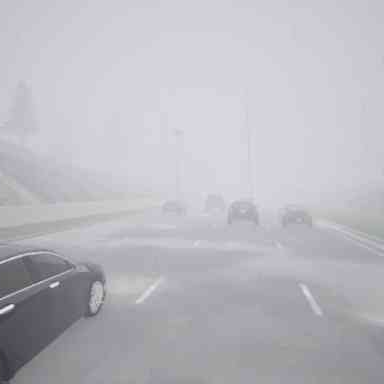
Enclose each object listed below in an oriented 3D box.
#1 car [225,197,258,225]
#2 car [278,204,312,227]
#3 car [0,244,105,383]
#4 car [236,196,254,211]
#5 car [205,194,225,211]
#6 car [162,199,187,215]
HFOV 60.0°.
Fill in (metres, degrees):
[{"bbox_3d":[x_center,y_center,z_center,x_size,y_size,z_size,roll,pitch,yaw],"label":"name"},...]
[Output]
[{"bbox_3d":[3.810,1.374,24.707,2.097,1.767,4.553,0,0,9],"label":"car"},{"bbox_3d":[7.066,1.566,23.000,1.812,1.442,4.674,0,0,9],"label":"car"},{"bbox_3d":[-2.757,1.489,4.599,1.837,1.490,4.892,0,0,6],"label":"car"},{"bbox_3d":[6.645,1.391,41.650,2.097,1.767,4.553,0,0,9],"label":"car"},{"bbox_3d":[2.979,1.235,40.979,2.150,2.045,5.566,0,0,10],"label":"car"},{"bbox_3d":[-1.741,1.482,33.989,2.128,1.511,4.902,0,0,9],"label":"car"}]
